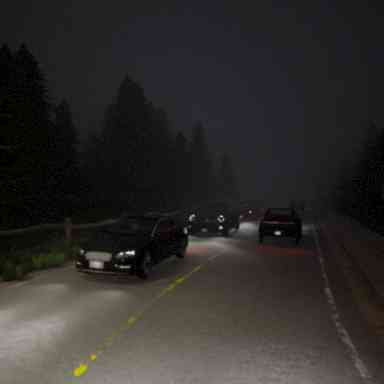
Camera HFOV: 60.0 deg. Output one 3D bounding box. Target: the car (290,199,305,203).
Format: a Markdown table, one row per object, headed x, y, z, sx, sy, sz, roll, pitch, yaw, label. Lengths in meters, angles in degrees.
| x | y | z | sx | sy | sz | roll | pitch | yaw | label |
| --- | --- | --- | --- | --- | --- | --- | --- | --- | --- |
| 13.742 | 1.624 | 43.532 | 2.128 | 1.511 | 4.902 | 1 | 0 | 20 | car |

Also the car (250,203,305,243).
| x | y | z | sx | sy | sz | roll | pitch | yaw | label |
| --- | --- | --- | --- | --- | --- | --- | --- | --- | --- |
| 4.423 | 1.536 | 16.433 | 2.128 | 1.511 | 4.902 | 1 | 0 | 18 | car |

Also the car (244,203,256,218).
| x | y | z | sx | sy | sz | roll | pitch | yaw | label |
| --- | --- | --- | --- | --- | --- | --- | --- | --- | --- |
| 4.601 | 1.645 | 28.469 | 1.895 | 1.301 | 4.718 | 1 | 0 | 19 | car |

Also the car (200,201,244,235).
| x | y | z | sx | sy | sz | roll | pitch | yaw | label |
| --- | --- | --- | --- | --- | --- | --- | --- | --- | --- |
| 1.357 | 1.362 | 19.003 | 2.097 | 1.767 | 4.553 | 1 | 0 | 19 | car |

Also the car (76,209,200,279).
| x | y | z | sx | sy | sz | roll | pitch | yaw | label |
| --- | --- | --- | --- | --- | --- | --- | --- | --- | --- |
| -1.541 | 1.472 | 10.250 | 2.128 | 1.511 | 4.902 | 1 | 0 | 18 | car |
